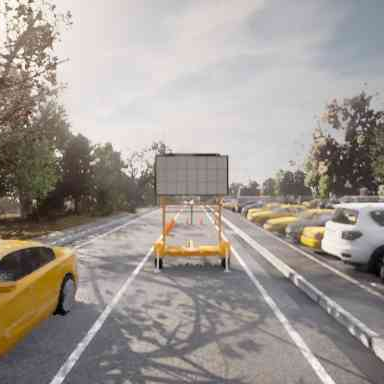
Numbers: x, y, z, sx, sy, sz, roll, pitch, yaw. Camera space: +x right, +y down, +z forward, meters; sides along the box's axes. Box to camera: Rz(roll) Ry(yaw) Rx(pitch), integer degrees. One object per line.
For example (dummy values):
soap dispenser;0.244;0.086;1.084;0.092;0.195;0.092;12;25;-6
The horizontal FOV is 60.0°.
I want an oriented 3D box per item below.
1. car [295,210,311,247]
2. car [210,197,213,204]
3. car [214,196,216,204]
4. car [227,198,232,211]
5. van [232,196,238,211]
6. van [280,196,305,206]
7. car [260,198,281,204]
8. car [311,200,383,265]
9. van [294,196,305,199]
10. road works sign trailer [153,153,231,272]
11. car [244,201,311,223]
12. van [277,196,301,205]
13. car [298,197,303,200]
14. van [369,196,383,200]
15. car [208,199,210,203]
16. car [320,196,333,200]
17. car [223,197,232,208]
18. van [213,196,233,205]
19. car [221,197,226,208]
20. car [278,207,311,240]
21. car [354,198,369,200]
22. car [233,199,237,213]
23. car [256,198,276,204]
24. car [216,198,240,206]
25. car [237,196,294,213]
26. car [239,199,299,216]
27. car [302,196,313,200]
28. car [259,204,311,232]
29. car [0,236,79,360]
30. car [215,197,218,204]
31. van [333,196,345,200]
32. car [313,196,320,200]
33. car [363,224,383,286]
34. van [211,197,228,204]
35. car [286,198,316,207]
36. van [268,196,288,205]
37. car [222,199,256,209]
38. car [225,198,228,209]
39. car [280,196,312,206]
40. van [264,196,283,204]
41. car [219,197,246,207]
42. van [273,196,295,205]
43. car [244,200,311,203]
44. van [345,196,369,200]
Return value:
car;7.064;1.624;12.816;5.366;1.575;1.946;0;0;1
car;7.450;1.835;73.881;5.566;2.045;2.435;0;-1;1
car;7.342;2.005;65.551;5.008;1.535;2.097;0;-1;1
car;7.096;1.793;40.567;4.792;1.488;2.163;0;-1;1
van;7.217;1.510;37.792;4.442;1.987;1.878;0;-1;1
van;20.568;1.797;68.198;4.442;1.987;1.878;0;-1;1
car;20.617;2.416;87.438;4.892;1.521;2.231;0;-1;0
car;6.882;1.373;10.041;5.566;2.045;2.435;0;0;1
van;20.470;1.690;57.118;4.442;1.987;1.878;0;-1;1
road works sign trailer;-0.008;0.528;10.972;2.380;3.560;2.880;0;0;-1
car;6.793;1.638;24.044;5.366;1.575;1.946;0;0;1
van;20.592;1.823;70.843;4.442;1.987;1.878;0;-1;1
car;20.331;1.929;54.346;4.674;1.452;2.002;0;-1;1
van;20.021;1.450;32.050;4.442;1.987;1.878;0;0;0
car;7.576;2.500;90.510;5.008;1.535;2.097;0;-1;1
car;20.200;1.529;43.144;5.566;2.045;2.435;0;-1;1
car;7.146;1.846;46.119;4.792;1.488;2.163;0;-1;1
van;7.355;1.988;79.416;4.442;1.987;1.878;0;-1;1
car;7.014;1.841;48.897;5.366;1.575;1.946;0;-1;1
car;6.909;1.631;15.594;4.892;1.521;2.231;0;0;1
car;20.160;1.699;34.832;5.008;1.535;2.097;0;-1;1
car;7.105;1.739;35.014;4.792;1.488;2.163;0;-1;1
car;20.668;2.561;93.102;5.008;1.535;2.097;0;-1;1
car;7.375;2.072;68.326;4.674;1.452;2.002;0;-1;1
car;7.082;1.559;32.243;4.553;1.767;2.185;0;0;1
car;7.020;1.665;29.462;4.892;1.521;2.231;0;0;1
car;20.297;1.861;51.452;5.008;1.535;2.097;0;-1;1
car;6.742;1.630;18.371;5.366;1.575;1.946;0;0;1
car;-3.243;1.506;4.786;1.882;1.535;5.008;0;0;0
car;7.088;1.922;57.224;5.366;1.575;1.946;0;-1;1
van;20.087;1.528;40.375;4.442;1.987;1.878;0;-1;1
car;20.225;1.556;45.914;5.566;2.045;2.435;0;-1;0
car;6.834;1.621;7.265;5.008;1.535;2.097;0;0;1
van;7.712;2.346;93.290;4.442;1.987;1.878;0;-1;1
car;20.396;1.968;62.532;5.008;1.535;2.097;0;-1;1
van;20.432;1.975;79.138;4.442;1.987;1.878;0;-1;1
car;7.231;1.872;51.671;4.892;1.521;2.231;0;-1;1
car;7.121;1.819;43.343;4.792;1.488;2.163;0;-1;1
car;20.399;1.745;65.429;5.566;2.045;2.435;0;-1;1
van;20.715;2.118;84.673;4.442;1.987;1.878;0;-1;0
car;7.267;1.826;60.000;4.553;1.767;2.185;0;-1;1
van;20.384;1.851;73.748;4.442;1.987;1.878;0;-1;1
car;7.187;1.646;26.693;5.366;1.575;1.946;0;0;1
van;20.296;1.501;37.603;4.442;1.987;1.878;0;-1;1
